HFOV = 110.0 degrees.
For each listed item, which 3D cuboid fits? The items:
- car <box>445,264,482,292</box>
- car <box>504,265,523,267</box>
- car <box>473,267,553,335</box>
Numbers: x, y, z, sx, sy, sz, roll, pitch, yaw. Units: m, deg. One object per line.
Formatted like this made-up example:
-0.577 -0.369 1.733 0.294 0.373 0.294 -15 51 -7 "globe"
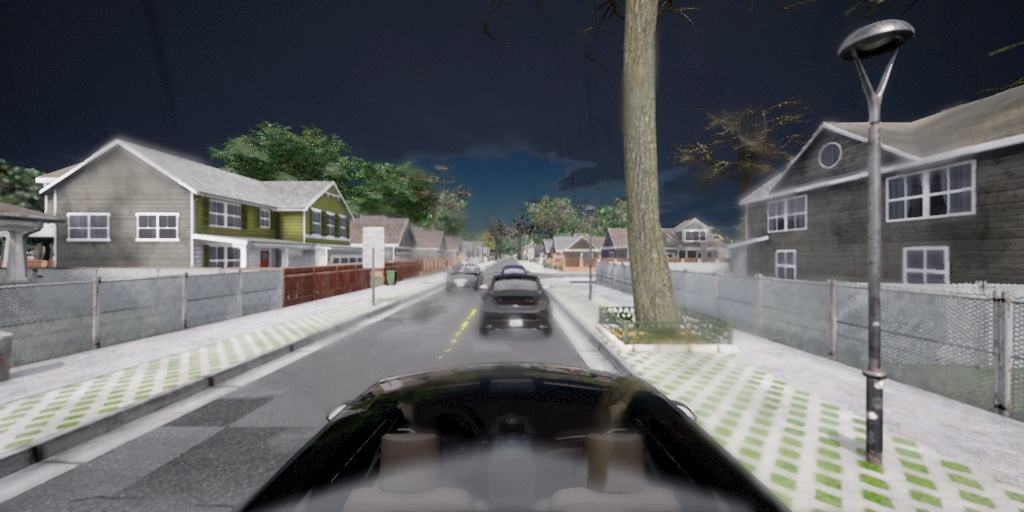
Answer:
-2.740 1.270 21.526 2.128 1.511 4.902 0 0 0 "car"
0.109 1.281 21.640 1.812 1.442 4.674 0 0 0 "car"
0.102 1.259 10.533 1.837 1.490 4.892 0 0 0 "car"
